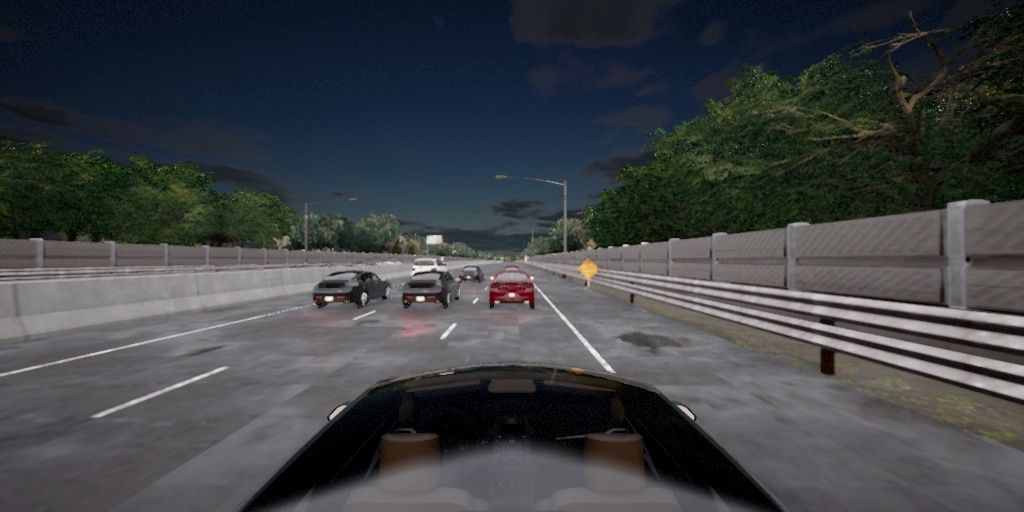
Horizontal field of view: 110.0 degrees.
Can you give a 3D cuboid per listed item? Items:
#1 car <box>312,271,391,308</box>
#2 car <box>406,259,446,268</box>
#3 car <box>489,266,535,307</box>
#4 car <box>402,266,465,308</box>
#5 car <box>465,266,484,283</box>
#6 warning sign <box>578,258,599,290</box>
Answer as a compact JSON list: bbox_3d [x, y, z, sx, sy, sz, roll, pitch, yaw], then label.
[{"bbox_3d":[-6.997,1.398,16.152,1.837,1.490,4.892,0,0,0],"label":"car"},{"bbox_3d":[-7.002,1.244,30.863,2.150,2.045,5.566,0,0,0],"label":"car"},{"bbox_3d":[0.003,1.370,16.320,1.882,1.535,5.008,0,0,0],"label":"car"},{"bbox_3d":[-3.498,1.398,16.139,1.837,1.490,4.892,0,0,0],"label":"car"},{"bbox_3d":[-3.499,1.556,31.228,1.812,1.442,4.674,0,0,0],"label":"car"},{"bbox_3d":[4.547,1.053,21.245,1.300,1.860,1.060,0,0,0],"label":"warning sign"}]
